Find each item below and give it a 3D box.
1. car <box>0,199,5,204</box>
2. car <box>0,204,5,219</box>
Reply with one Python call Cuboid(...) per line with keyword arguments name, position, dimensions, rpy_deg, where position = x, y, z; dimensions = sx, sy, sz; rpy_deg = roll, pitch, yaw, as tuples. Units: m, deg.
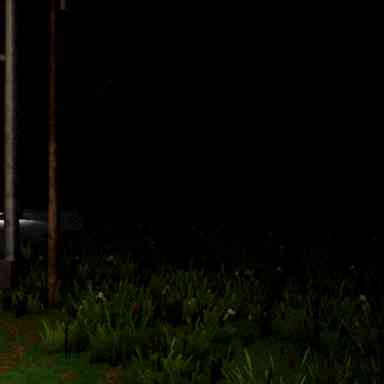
Cuboid(name="car", position=(-16.100, 1.537, 28.019), dimensions=(1.994, 1.385, 4.181), rpy_deg=(0, 0, -33))
Cuboid(name="car", position=(-12.508, 1.574, 18.700), dimensions=(1.895, 1.301, 4.718), rpy_deg=(0, 0, -13))
